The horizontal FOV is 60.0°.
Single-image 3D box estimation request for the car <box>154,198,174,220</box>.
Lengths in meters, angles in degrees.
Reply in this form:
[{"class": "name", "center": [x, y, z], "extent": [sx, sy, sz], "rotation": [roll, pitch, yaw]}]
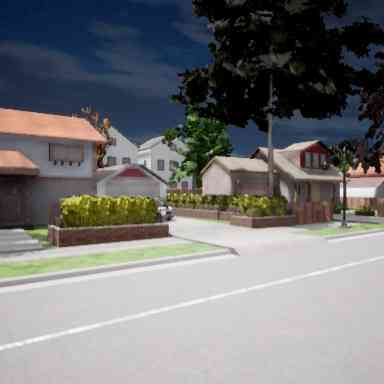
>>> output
[{"class": "car", "center": [-2.887, 1.145, 22.560], "extent": [1.970, 1.475, 3.806], "rotation": [0, 0, -35]}]
